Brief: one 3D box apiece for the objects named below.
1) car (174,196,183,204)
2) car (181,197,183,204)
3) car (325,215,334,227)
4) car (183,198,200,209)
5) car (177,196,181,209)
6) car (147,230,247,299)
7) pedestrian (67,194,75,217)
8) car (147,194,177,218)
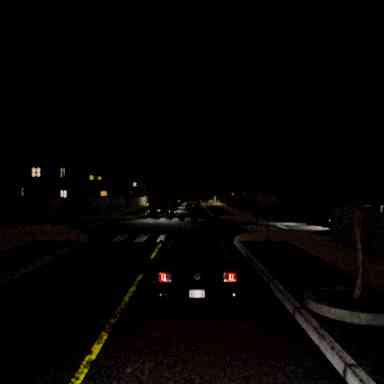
[{"bbox_3d":[-2.758,1.667,69.009,1.812,1.442,4.674,0,0,0],"label":"car"},{"bbox_3d":[-2.829,1.435,53.705,2.097,1.767,4.553,0,0,0],"label":"car"},{"bbox_3d":[11.714,1.893,23.505,4.181,1.385,1.994,1,-1,-1],"label":"car"},{"bbox_3d":[0.096,1.567,47.175,1.837,1.490,4.892,0,0,0],"label":"car"},{"bbox_3d":[-2.846,1.558,43.585,1.837,1.490,4.892,0,0,0],"label":"car"},{"bbox_3d":[0.099,1.603,8.390,1.895,1.301,4.718,0,0,0],"label":"car"},{"bbox_3d":[-9.630,1.038,26.420,0.375,1.860,0.375,0,-2,0],"label":"pedestrian"},{"bbox_3d":[-2.851,1.246,31.290,2.150,2.045,5.566,0,0,0],"label":"car"}]
